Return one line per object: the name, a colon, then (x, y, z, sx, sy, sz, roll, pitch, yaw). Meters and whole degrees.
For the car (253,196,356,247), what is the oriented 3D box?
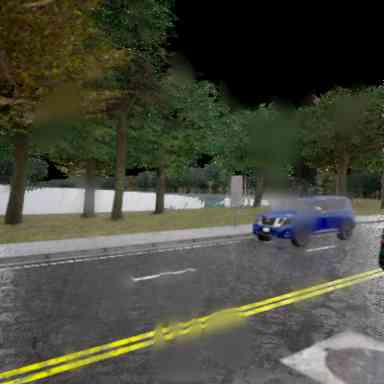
car: (5.314, 1.206, 15.342, 5.566, 2.045, 2.150, 0, 0, -36)

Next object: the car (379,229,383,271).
car: (6.897, 1.216, 8.360, 5.566, 2.045, 2.150, 0, 0, -36)
